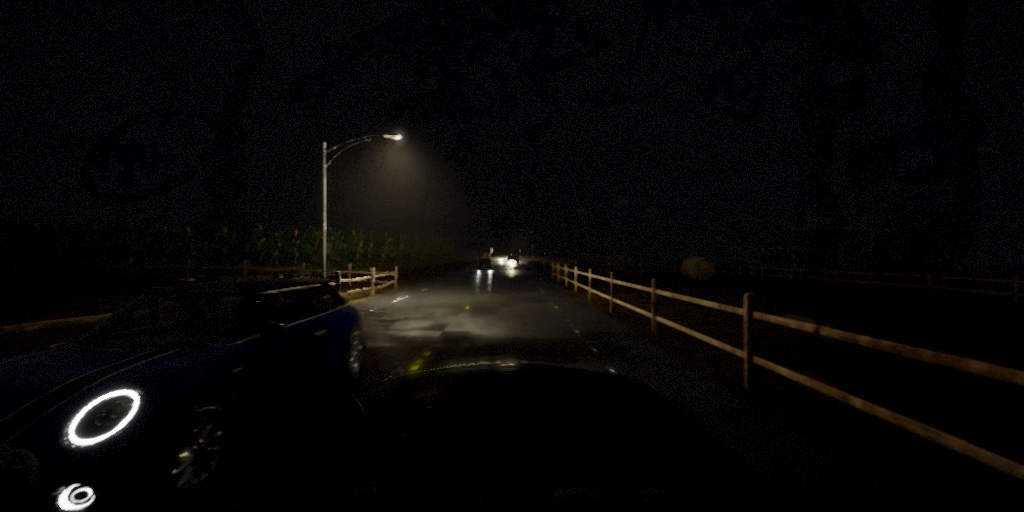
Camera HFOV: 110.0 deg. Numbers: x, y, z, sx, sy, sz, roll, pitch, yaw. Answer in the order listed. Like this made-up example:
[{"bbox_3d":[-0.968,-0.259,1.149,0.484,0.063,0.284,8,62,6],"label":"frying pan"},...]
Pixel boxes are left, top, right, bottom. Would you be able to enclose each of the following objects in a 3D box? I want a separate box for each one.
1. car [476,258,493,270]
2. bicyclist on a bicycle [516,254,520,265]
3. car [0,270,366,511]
[{"bbox_3d":[-3.581,1.018,47.948,1.837,1.490,4.892,0,0,0],"label":"car"},{"bbox_3d":[0.954,0.760,57.182,0.866,1.612,1.509,0,1,0],"label":"bicyclist on a bicycle"},{"bbox_3d":[-3.600,1.109,4.349,2.097,1.767,4.553,0,0,0],"label":"car"}]
